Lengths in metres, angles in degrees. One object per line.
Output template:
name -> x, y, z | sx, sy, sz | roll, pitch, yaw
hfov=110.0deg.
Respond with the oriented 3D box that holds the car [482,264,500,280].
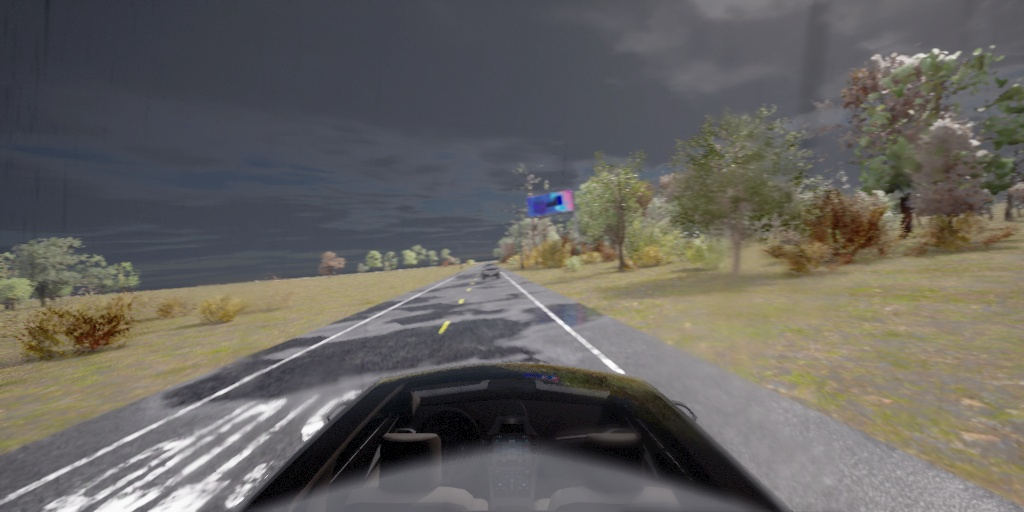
car -> -2.254, 1.715, 38.413 | 2.128, 1.511, 4.902 | -5, 0, -4
